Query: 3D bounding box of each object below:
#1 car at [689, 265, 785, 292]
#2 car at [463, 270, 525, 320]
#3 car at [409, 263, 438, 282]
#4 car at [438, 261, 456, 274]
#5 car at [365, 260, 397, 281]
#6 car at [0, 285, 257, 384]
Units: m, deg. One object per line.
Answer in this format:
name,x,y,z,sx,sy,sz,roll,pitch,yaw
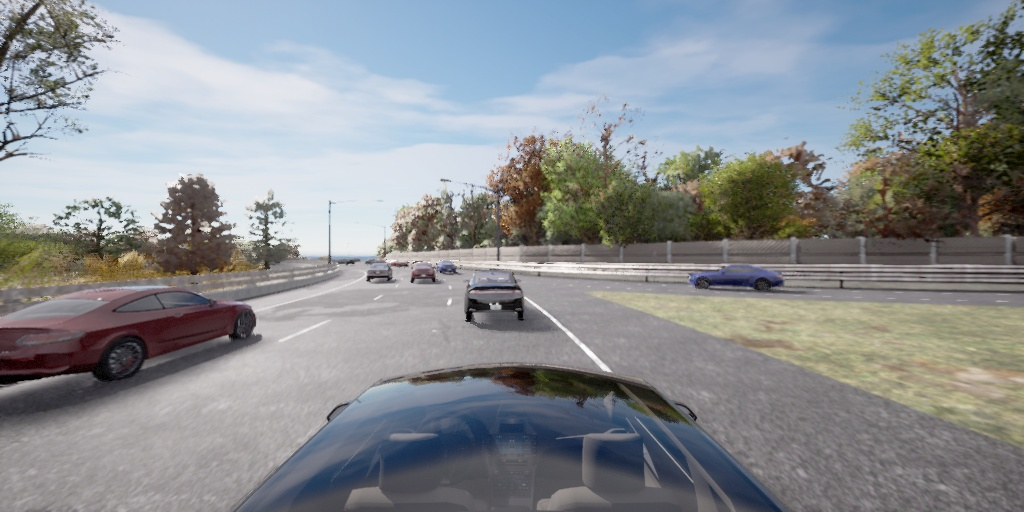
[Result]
car,12.789,1.230,20.668,4.674,1.442,1.812,0,0,28
car,-0.671,1.245,12.602,2.128,1.511,4.902,0,0,-5
car,-7.224,1.304,29.151,1.812,1.442,4.674,0,0,-15
car,-7.748,1.307,41.721,1.812,1.442,4.674,0,0,-21
car,-11.127,1.341,30.276,2.033,1.411,5.357,0,0,-16
car,-7.263,1.303,7.071,1.812,1.442,4.674,0,0,-3
